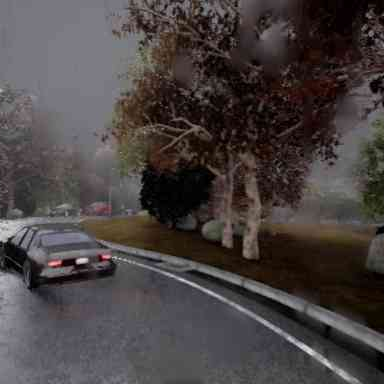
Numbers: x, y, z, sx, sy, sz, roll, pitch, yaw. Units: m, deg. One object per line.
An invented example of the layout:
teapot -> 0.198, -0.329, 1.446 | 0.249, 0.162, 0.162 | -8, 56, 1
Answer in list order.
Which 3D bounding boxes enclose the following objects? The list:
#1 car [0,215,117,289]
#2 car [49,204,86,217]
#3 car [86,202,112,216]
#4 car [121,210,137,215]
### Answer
car -> -4.052, 1.617, 9.465 | 2.033, 1.411, 5.357 | 0, 0, -39
car -> -14.568, 2.124, 38.383 | 1.837, 1.490, 4.892 | 0, -3, 8
car -> -13.336, 2.441, 48.117 | 2.150, 2.045, 5.566 | 0, -4, 7
car -> -11.598, 3.933, 61.636 | 1.994, 1.385, 4.181 | 0, -5, 8
